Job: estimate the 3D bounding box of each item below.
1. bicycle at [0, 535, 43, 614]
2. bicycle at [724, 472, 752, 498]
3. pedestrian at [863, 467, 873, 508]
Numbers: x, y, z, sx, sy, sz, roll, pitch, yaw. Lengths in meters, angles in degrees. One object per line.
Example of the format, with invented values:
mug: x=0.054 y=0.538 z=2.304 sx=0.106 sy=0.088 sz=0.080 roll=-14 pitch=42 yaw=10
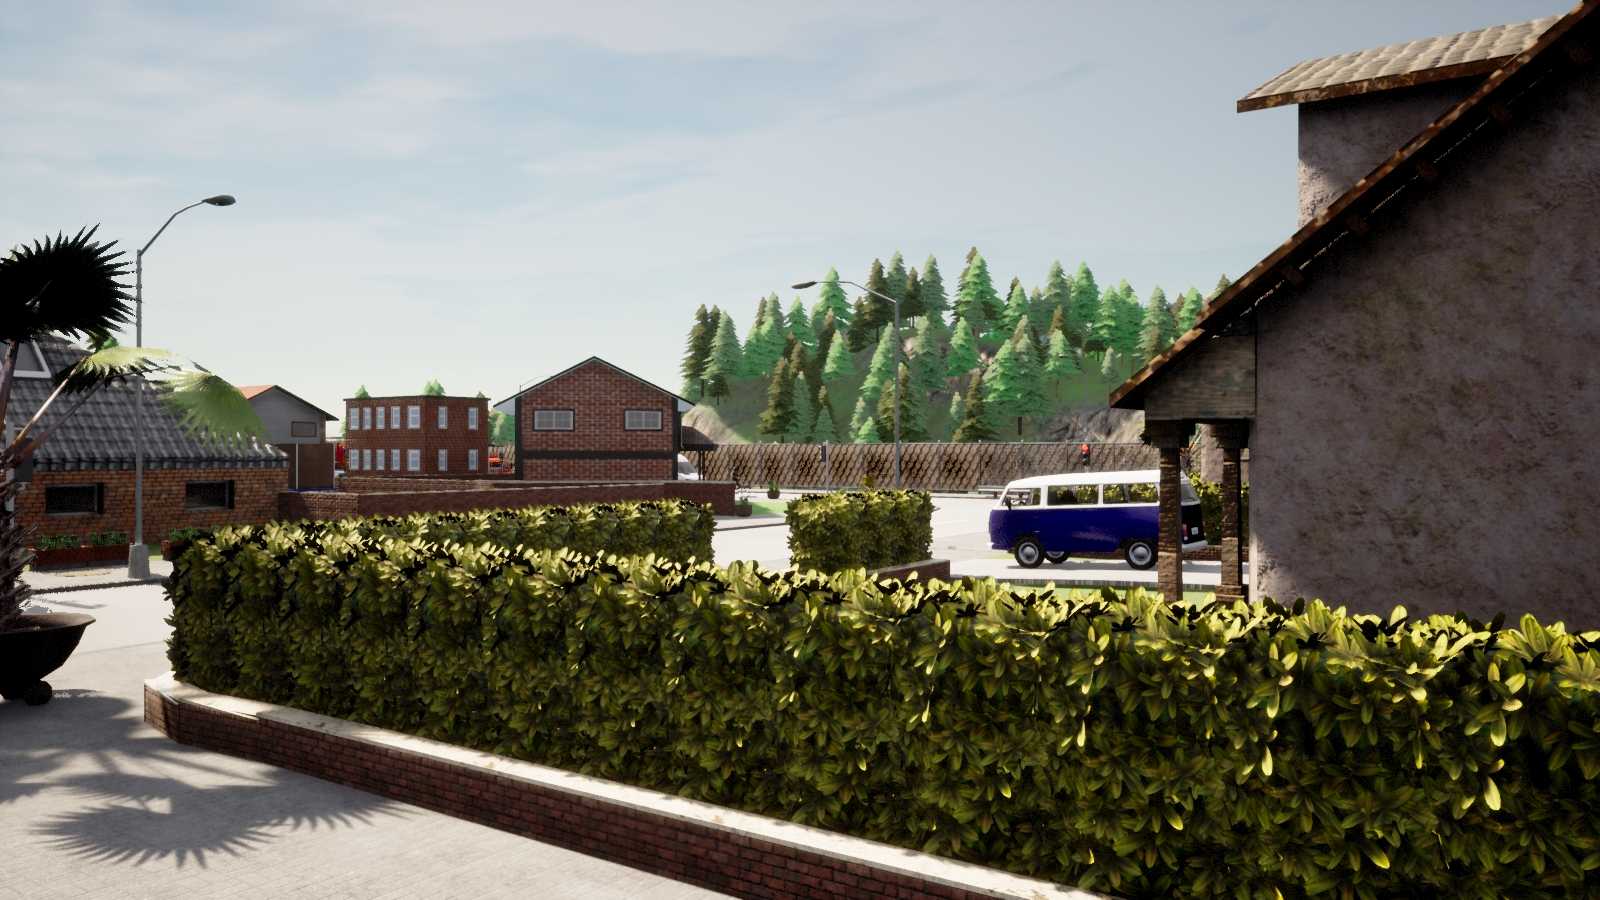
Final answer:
bicycle: x=-13.960 y=2.149 z=19.541 sx=0.859 sy=1.276 sz=1.487 roll=0 pitch=0 yaw=35
bicycle: x=-3.643 y=2.044 z=67.431 sx=1.835 sy=1.471 sz=0.329 roll=0 pitch=0 yaw=35
pedestrian: x=3.137 y=1.734 z=52.684 sx=0.375 sy=1.860 sz=0.375 roll=0 pitch=0 yaw=18
